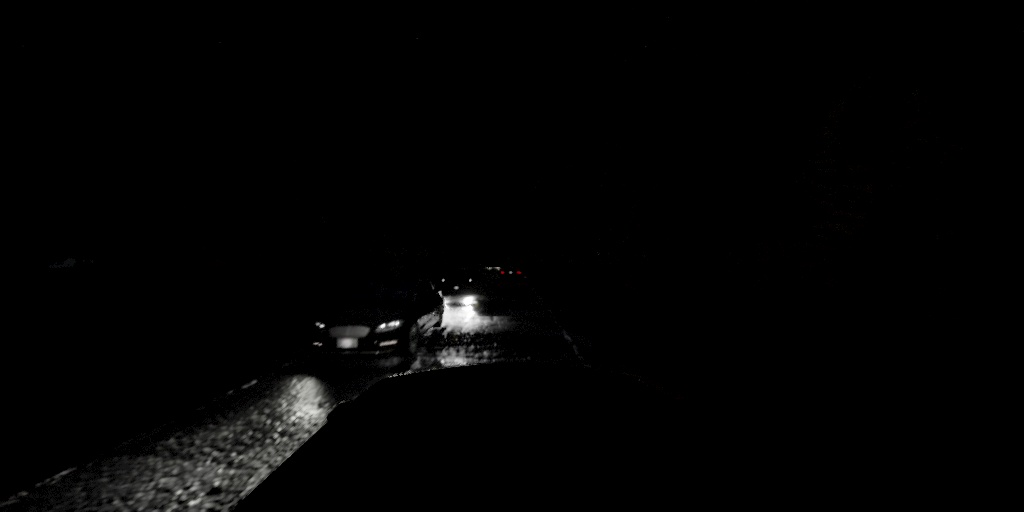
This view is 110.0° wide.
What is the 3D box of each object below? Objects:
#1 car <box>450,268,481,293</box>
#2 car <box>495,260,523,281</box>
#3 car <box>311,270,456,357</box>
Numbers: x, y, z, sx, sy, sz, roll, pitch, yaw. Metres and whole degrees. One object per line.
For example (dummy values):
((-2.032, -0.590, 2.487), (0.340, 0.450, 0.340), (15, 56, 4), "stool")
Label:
((-2.925, 1.367, 21.138), (1.895, 1.301, 4.718), (0, 0, 0), "car")
((-0.078, 1.308, 29.660), (2.033, 1.411, 5.357), (0, 0, 0), "car")
((-2.875, 1.253, 8.678), (2.128, 1.511, 4.902), (0, 0, 0), "car")
